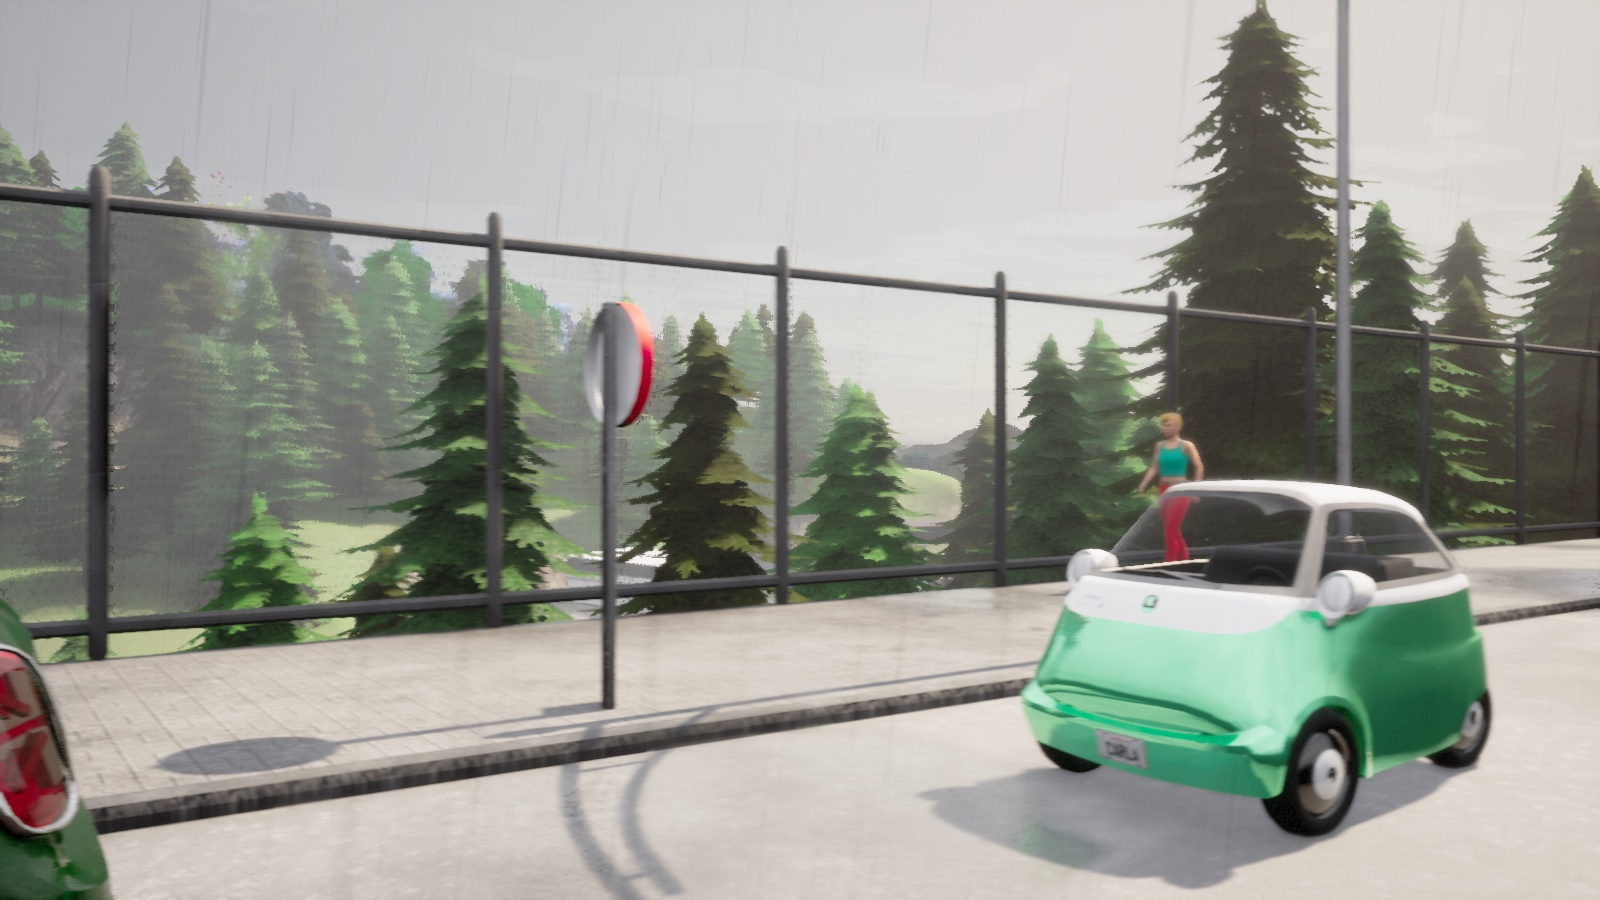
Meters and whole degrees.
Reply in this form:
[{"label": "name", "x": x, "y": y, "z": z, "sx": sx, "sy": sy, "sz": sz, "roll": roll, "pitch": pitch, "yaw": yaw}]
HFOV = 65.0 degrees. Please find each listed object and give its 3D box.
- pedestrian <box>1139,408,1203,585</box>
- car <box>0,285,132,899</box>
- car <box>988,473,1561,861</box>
[{"label": "pedestrian", "x": 3.932, "y": 0.479, "z": 13.318, "sx": 0.594, "sy": 1.836, "sz": 0.345, "roll": 0, "pitch": 0, "yaw": -33}, {"label": "car", "x": -3.630, "y": 0.615, "z": 1.742, "sx": 4.553, "sy": 1.767, "sz": 2.097, "roll": 0, "pitch": 0, "yaw": -35}, {"label": "car", "x": 2.193, "y": 0.809, "z": 5.792, "sx": 2.207, "sy": 1.376, "sz": 1.481, "roll": 0, "pitch": 0, "yaw": -35}]
